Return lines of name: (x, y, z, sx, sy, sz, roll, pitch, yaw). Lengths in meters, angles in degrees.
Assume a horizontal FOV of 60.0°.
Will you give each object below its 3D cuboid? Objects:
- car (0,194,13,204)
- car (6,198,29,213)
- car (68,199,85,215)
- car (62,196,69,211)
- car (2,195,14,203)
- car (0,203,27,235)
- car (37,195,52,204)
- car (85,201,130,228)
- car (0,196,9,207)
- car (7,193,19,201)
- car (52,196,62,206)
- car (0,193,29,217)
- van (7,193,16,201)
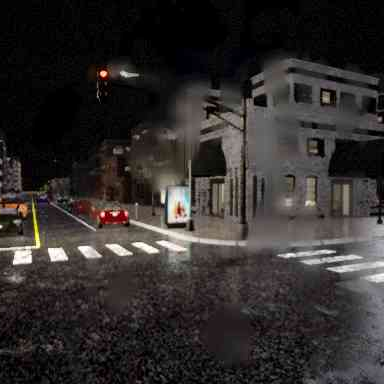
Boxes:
car: (-32.752, 1.230, 58.731, 1.967, 1.590, 4.097, -1, 0, -26)
car: (-18.518, 1.421, 35.472, 1.994, 1.385, 4.181, 0, 0, -26)
car: (-10.341, 1.461, 31.614, 1.802, 1.307, 4.206, -1, 0, -26)
car: (-12.819, 1.414, 36.744, 2.008, 1.369, 4.403, -1, 0, -26)
car: (-35.155, 1.304, 63.708, 1.752, 1.417, 4.829, -1, 0, -26)
car: (-9.992, 1.478, 17.602, 1.994, 1.385, 4.181, 0, 0, -26)
car: (-26.032, 1.364, 58.153, 1.994, 1.385, 4.181, 0, 0, -26)
car: (-5.385, 1.353, 21.354, 1.967, 1.590, 4.097, 0, 0, -26)
car: (-27.720, 1.341, 48.321, 1.752, 1.417, 4.829, -1, 0, -26)
car: (-42.665, 1.062, 79.247, 2.192, 1.841, 5.009, -1, 0, -26)
car: (-20.254, 1.370, 52.131, 2.008, 1.369, 4.403, -1, 0, -26)
car: (-14.237, 1.237, 26.434, 2.097, 1.767, 4.553, 0, 0, -26)
van: (-40.187, 1.098, 74.119, 1.690, 1.788, 3.998, -1, 0, -26)
